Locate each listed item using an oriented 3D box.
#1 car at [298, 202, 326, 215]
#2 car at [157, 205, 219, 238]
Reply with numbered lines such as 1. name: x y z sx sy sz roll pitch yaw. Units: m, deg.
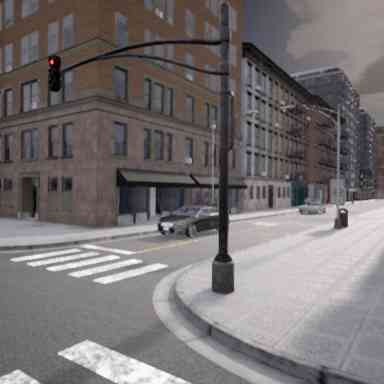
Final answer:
1. car: 13.175 1.729 36.344 1.895 1.301 4.718 1 0 35
2. car: 0.150 1.490 17.900 2.128 1.511 4.902 1 0 34
